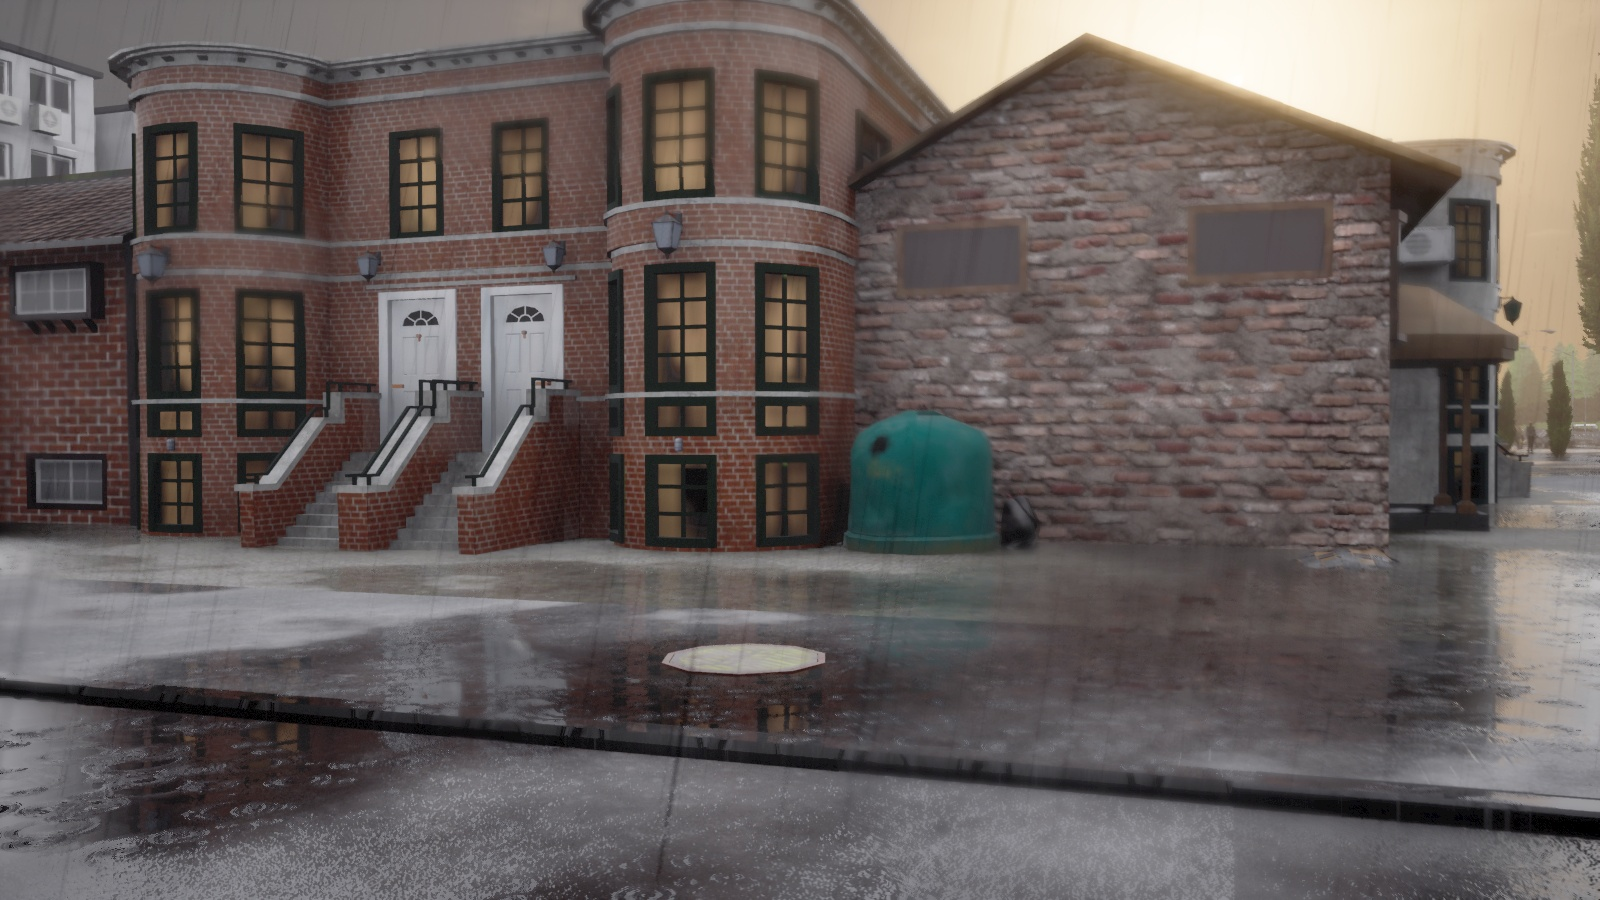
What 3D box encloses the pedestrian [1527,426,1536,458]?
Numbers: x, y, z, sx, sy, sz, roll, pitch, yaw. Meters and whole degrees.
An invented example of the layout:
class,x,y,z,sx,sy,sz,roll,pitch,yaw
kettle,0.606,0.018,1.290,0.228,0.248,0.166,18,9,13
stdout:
class,x,y,z,sx,sy,sz,roll,pitch,yaw
pedestrian,41.527,-0.449,71.265,0.331,1.846,0.634,1,1,21
